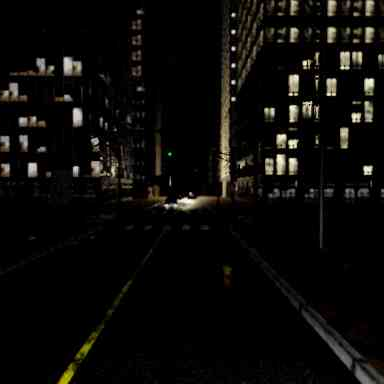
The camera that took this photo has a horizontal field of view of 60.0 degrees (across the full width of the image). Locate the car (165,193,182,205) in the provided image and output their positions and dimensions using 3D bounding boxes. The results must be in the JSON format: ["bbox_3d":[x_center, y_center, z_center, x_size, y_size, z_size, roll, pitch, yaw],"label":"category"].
[{"bbox_3d":[-3.073,1.191,50.897,2.033,1.411,5.357,0,0,0],"label":"car"}]

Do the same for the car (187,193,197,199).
[{"bbox_3d":[-0.006,0.976,80.271,2.128,1.511,4.902,0,0,0],"label":"car"}]

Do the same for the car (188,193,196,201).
[{"bbox_3d":[-0.006,1.065,69.854,2.033,1.411,5.357,0,0,0],"label":"car"}]

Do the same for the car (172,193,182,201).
[{"bbox_3d":[-3.010,1.038,67.358,1.837,1.490,4.892,0,1,0],"label":"car"}]
